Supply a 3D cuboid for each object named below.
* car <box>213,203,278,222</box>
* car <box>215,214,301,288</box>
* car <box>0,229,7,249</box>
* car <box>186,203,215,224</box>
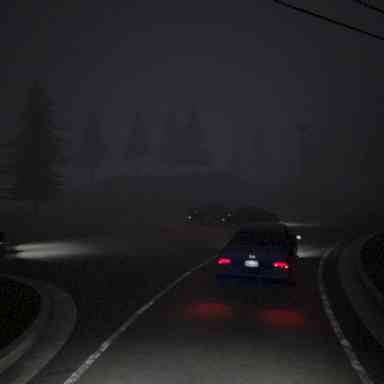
[{"bbox_3d":[4.073,1.668,23.392,4.674,1.442,1.812,0,0,-30],"label":"car"},{"bbox_3d":[2.072,1.607,9.555,2.033,1.411,5.357,0,0,18],"label":"car"},{"bbox_3d":[-9.268,1.564,11.643,4.892,1.490,1.837,0,0,-30],"label":"car"},{"bbox_3d":[1.899,1.661,26.178,4.892,1.490,1.837,0,0,-30],"label":"car"}]
